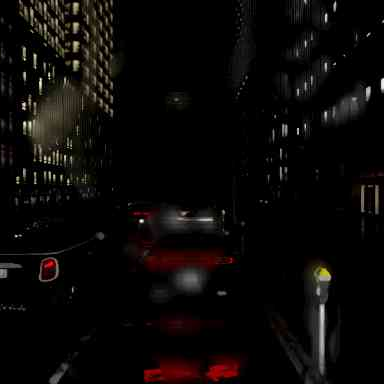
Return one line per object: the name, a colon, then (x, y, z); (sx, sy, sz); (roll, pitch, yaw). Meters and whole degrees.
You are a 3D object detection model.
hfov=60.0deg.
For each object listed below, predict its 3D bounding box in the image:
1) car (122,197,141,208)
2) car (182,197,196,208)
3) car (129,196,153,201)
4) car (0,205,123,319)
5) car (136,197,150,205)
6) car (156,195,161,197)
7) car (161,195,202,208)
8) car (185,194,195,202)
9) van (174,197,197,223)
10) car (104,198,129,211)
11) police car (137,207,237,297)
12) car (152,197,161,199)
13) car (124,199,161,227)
car: (-8.843, 1.541, 49.090); (2.008, 1.369, 4.403); (-1, 0, 0)
car: (-0.463, 1.541, 49.090); (2.008, 1.369, 4.403); (-1, 0, 0)
car: (-6.214, 1.344, 39.291); (2.097, 1.767, 4.553); (0, 0, 0)
car: (-3.147, 1.349, 7.544); (2.097, 1.767, 4.553); (0, 0, 0)
car: (-8.843, 1.570, 60.458); (1.802, 1.307, 4.206); (-1, 0, 0)
car: (-8.843, 1.509, 77.339); (1.752, 1.417, 4.829); (-1, 0, 0)
car: (-0.465, 1.311, 20.672); (2.192, 1.841, 5.009); (-1, 0, 0)
car: (-0.465, 1.298, 77.509); (2.192, 1.841, 5.009); (-1, 0, 0)
van: (-0.465, 1.336, 26.356); (1.690, 1.788, 3.998); (-1, 0, 0)
car: (-8.844, 1.544, 37.723); (2.008, 1.369, 4.403); (-1, 0, 0)
police car: (-0.012, 1.423, 8.762); (1.930, 1.638, 5.238); (0, 0, 0)
car: (-3.071, 1.557, 38.248); (1.994, 1.385, 4.181); (0, 0, 0)
car: (-3.073, 1.502, 22.819); (1.837, 1.490, 4.892); (0, 0, 0)
